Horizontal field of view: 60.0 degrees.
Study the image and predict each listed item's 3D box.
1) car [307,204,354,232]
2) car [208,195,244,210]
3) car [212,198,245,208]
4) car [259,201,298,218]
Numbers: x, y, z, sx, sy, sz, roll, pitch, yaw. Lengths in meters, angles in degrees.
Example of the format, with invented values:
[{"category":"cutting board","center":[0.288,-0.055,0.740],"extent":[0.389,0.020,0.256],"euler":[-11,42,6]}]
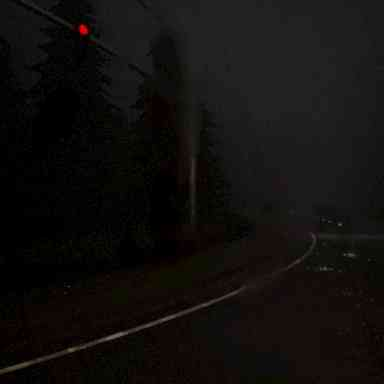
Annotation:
[{"category":"car","center":[8.423,1.537,20.622],"extent":[1.837,1.490,4.892],"euler":[0,0,8]},{"category":"car","center":[4.723,1.390,47.471],"extent":[2.150,2.045,5.566],"euler":[0,0,-31]},{"category":"car","center":[4.283,1.365,40.784],"extent":[2.150,2.045,5.566],"euler":[0,0,-26]},{"category":"car","center":[7.985,1.570,31.000],"extent":[2.128,1.511,4.902],"euler":[0,0,-14]}]
